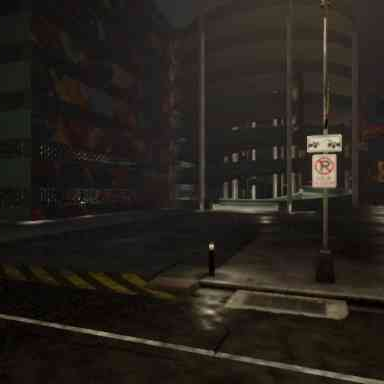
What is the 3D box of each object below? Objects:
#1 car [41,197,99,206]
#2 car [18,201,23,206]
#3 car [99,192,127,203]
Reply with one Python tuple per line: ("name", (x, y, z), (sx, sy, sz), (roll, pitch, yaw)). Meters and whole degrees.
("car", (-11.903, 1.318, 32.363), (4.674, 1.452, 2.002), (0, 0, 20))
("car", (-20.326, 1.460, 43.492), (4.718, 1.301, 1.895), (0, 0, 20))
("car", (-14.639, 1.025, 61.114), (5.566, 2.045, 2.435), (0, 0, 20))
